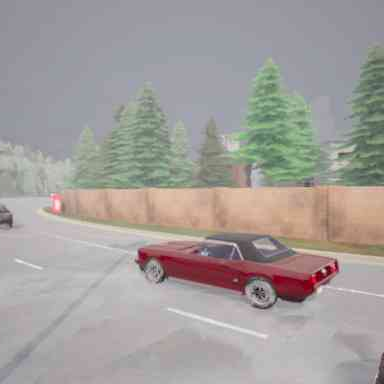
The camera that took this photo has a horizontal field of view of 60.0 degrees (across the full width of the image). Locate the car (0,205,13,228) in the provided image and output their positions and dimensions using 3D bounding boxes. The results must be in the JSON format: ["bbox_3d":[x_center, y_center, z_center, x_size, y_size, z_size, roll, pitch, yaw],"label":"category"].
[{"bbox_3d":[-13.391,1.578,22.305,2.128,1.511,4.902,0,0,-39],"label":"car"}]

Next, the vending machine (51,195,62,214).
[{"bbox_3d":[-15.173,1.345,37.241,1.100,2.100,0.880,0,0,-29],"label":"vending machine"}]

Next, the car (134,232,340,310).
[{"bbox_3d":[0.805,1.637,7.958,4.718,1.301,1.895,0,0,38],"label":"car"}]

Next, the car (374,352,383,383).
[{"bbox_3d":[3.591,1.515,1.564,4.892,1.490,1.837,0,0,34],"label":"car"}]
